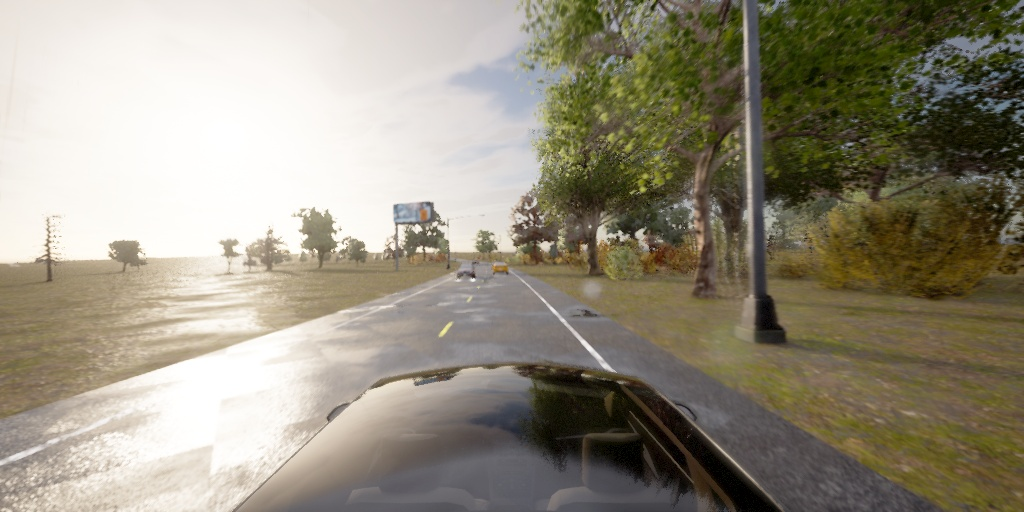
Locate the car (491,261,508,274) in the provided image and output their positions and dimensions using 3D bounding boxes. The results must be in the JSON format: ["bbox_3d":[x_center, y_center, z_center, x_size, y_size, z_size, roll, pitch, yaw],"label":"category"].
[{"bbox_3d":[-1.520,1.502,46.270,1.882,1.535,5.008,-1,0,-3],"label":"car"}]

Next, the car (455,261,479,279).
[{"bbox_3d":[-4.726,1.587,37.455,1.812,1.442,4.674,-1,0,-3],"label":"car"}]
